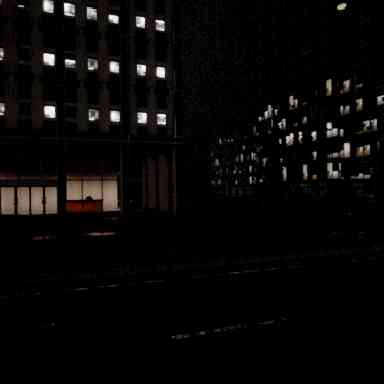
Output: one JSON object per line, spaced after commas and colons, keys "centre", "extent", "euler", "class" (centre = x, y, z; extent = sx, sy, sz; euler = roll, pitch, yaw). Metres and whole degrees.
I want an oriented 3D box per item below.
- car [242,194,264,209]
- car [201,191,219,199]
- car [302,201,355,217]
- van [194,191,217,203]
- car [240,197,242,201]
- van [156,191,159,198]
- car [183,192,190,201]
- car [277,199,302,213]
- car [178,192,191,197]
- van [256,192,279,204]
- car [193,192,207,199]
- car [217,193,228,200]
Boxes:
{"centre": [8.256, 1.332, 40.086], "extent": [1.947, 1.339, 4.313], "euler": [0, 1, -21], "class": "car"}
{"centre": [3.993, 0.634, 74.950], "extent": [2.192, 1.841, 5.009], "euler": [0, 1, -21], "class": "car"}
{"centre": [12.233, 1.434, 29.436], "extent": [1.947, 1.339, 4.313], "euler": [0, 1, -21], "class": "car"}
{"centre": [2.234, 0.952, 56.034], "extent": [1.690, 1.788, 3.998], "euler": [0, 1, -21], "class": "van"}
{"centre": [10.066, 1.060, 59.019], "extent": [1.802, 1.307, 4.206], "euler": [0, 1, -21], "class": "car"}
{"centre": [-7.885, 0.687, 82.590], "extent": [1.690, 1.788, 3.998], "euler": [0, 1, -21], "class": "van"}
{"centre": [-1.813, 1.056, 66.659], "extent": [2.008, 1.369, 4.403], "euler": [0, 1, -21], "class": "car"}
{"centre": [10.225, 1.399, 34.755], "extent": [1.802, 1.307, 4.206], "euler": [0, 1, -21], "class": "car"}
{"centre": [-2.078, 0.710, 90.885], "extent": [2.008, 1.369, 4.403], "euler": [0, 1, -21], "class": "car"}
{"centre": [12.088, 0.871, 53.706], "extent": [1.690, 1.788, 3.998], "euler": [0, 1, -21], "class": "van"}
{"centre": [1.969, 0.706, 80.262], "extent": [1.967, 1.590, 4.097], "euler": [0, 1, -21], "class": "car"}
{"centre": [6.018, 0.954, 69.642], "extent": [1.802, 1.307, 4.206], "euler": [0, 1, -21], "class": "car"}
